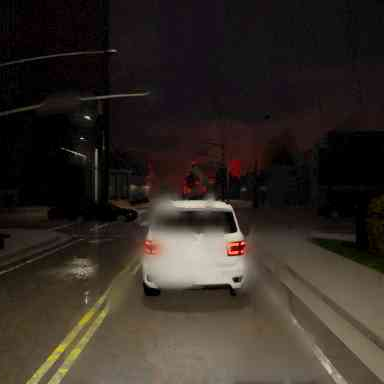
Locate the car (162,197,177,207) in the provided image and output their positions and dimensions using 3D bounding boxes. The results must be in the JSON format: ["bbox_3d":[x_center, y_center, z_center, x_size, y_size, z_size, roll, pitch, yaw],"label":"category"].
[{"bbox_3d":[-3.532,1.564,52.903,1.994,1.385,4.181,0,0,0],"label":"car"}]

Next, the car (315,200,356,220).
[{"bbox_3d":[12.932,1.467,27.699,5.008,1.535,1.882,0,0,0],"label":"car"}]

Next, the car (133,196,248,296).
[{"bbox_3d":[0.079,1.221,8.759,2.150,2.045,5.566,0,0,0],"label":"car"}]

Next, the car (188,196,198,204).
[{"bbox_3d":[0.197,1.525,67.122,1.812,1.442,4.674,0,0,1],"label":"car"}]

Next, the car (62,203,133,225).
[{"bbox_3d":[-6.390,1.537,24.069,4.892,1.490,1.837,-1,0,0],"label":"car"}]

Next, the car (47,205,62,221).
[{"bbox_3d":[-9.753,1.614,27.653,4.181,1.385,1.994,0,0,-2],"label":"car"}]
